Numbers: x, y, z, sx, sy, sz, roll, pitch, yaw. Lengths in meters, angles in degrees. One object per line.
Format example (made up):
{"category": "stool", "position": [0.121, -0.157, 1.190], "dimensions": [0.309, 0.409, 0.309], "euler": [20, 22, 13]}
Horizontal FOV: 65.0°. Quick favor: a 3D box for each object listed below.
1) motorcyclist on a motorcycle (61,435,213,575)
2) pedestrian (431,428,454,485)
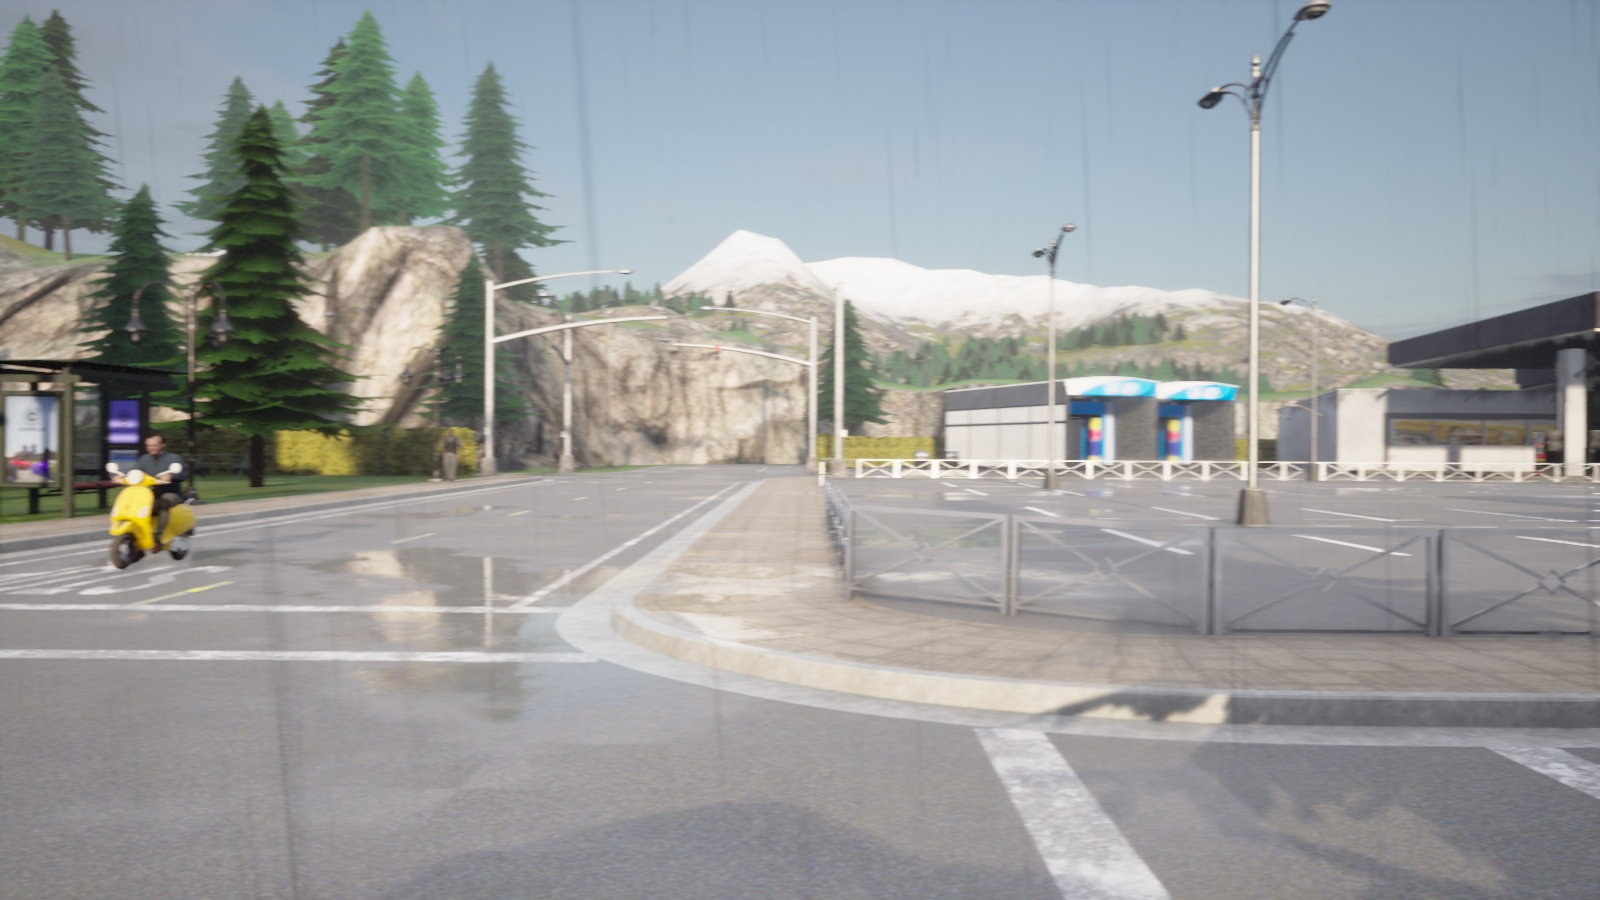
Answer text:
{"category": "motorcyclist on a motorcycle", "position": [-7.941, 0.633, 15.150], "dimensions": [0.866, 1.590, 1.817], "euler": [0, 0, 0]}
{"category": "pedestrian", "position": [-11.936, 0.226, 41.932], "dimensions": [0.563, 1.883, 0.849], "euler": [0, 0, -2]}
